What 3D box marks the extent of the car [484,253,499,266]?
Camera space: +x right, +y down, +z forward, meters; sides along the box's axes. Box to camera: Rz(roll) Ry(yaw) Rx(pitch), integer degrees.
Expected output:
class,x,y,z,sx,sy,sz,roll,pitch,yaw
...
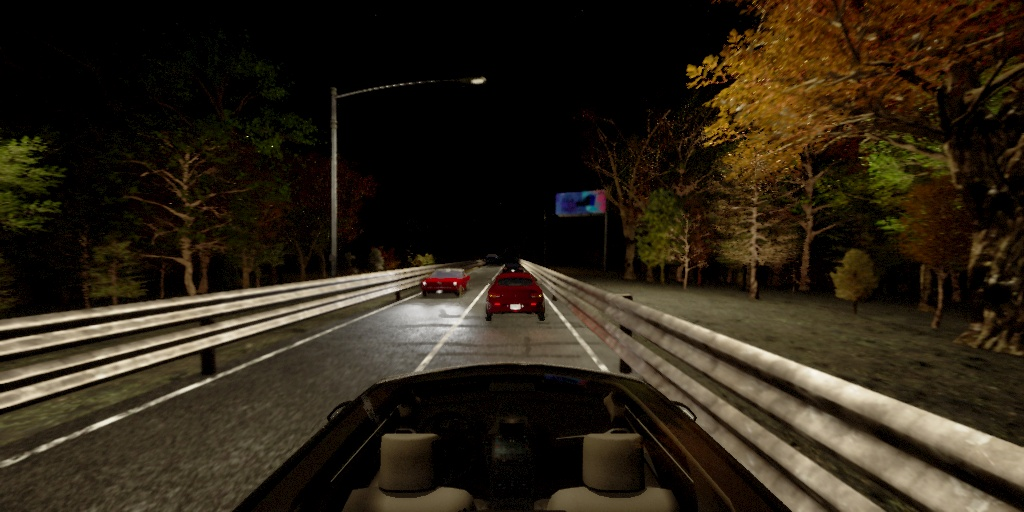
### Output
class,x,y,z,sx,sy,sz,roll,pitch,yaw
car,-3.287,0.565,59.281,2.150,2.045,5.566,0,0,0

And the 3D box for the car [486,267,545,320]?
class,x,y,z,sx,sy,sz,roll,pitch,yaw
car,0.101,1.271,12.471,1.812,1.442,4.674,0,0,0

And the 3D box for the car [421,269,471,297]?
class,x,y,z,sx,sy,sz,roll,pitch,yaw
car,-3.351,1.344,18.782,1.895,1.301,4.718,0,0,0

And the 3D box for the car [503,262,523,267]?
class,x,y,z,sx,sy,sz,roll,pitch,yaw
car,0.086,1.299,34.735,1.994,1.385,4.181,0,0,0
